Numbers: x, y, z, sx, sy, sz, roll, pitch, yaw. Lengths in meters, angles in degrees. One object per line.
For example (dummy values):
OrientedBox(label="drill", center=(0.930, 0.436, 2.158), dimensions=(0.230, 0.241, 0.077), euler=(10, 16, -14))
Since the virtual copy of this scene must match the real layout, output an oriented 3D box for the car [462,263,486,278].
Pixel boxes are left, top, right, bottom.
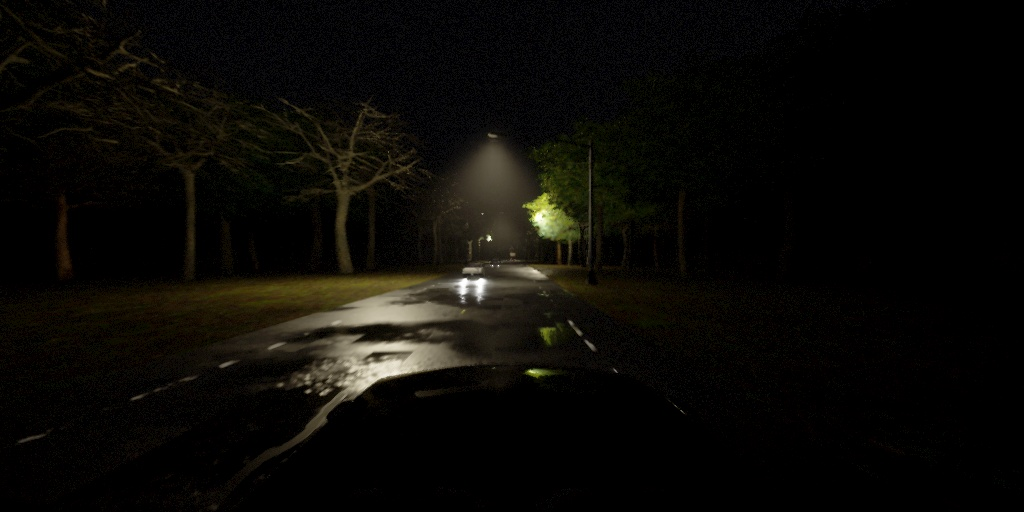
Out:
OrientedBox(label="car", center=(-3.552, 1.329, 34.199), dimensions=(1.895, 1.301, 4.718), euler=(0, 0, 0))
